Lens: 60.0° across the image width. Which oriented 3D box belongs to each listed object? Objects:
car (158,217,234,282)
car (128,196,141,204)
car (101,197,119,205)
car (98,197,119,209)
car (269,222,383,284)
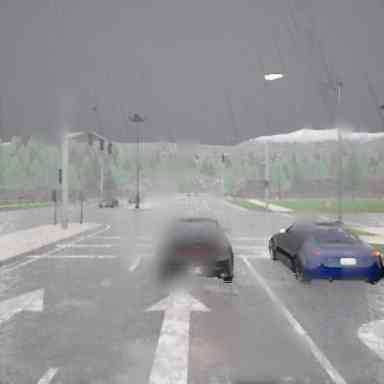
[{"bbox_3d":[0.107,1.497,9.723,1.837,1.490,4.892,0,0,0],"label":"car"},{"bbox_3d":[-10.753,1.445,62.627,2.128,1.511,4.902,0,0,1],"label":"car"},{"bbox_3d":[-14.357,1.519,58.326,1.994,1.385,4.181,0,0,1],"label":"car"},{"bbox_3d":[-11.026,1.458,44.305,2.128,1.511,4.902,0,0,1],"label":"car"},{"bbox_3d":[3.591,1.556,9.622,1.994,1.385,4.181,0,0,0],"label":"car"}]
